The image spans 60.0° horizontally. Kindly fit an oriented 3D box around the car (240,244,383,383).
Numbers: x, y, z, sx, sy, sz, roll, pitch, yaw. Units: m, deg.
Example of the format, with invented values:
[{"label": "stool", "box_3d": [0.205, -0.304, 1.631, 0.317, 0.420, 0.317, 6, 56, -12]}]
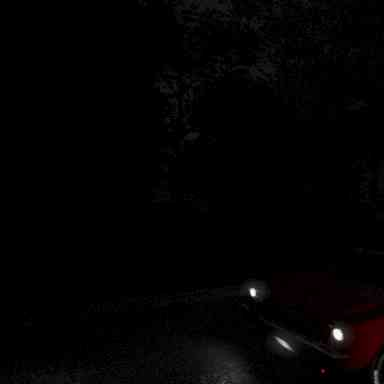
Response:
[{"label": "car", "box_3d": [3.106, 1.537, 4.990, 4.718, 1.301, 1.895, 0, 1, -26]}]
